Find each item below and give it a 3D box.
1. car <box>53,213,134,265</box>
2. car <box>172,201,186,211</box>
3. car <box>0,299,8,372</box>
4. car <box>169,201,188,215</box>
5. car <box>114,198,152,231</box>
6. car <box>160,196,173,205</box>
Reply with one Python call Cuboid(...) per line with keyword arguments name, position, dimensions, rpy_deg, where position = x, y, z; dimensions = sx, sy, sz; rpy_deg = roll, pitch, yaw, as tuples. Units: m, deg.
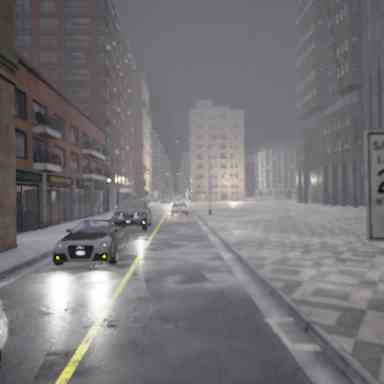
Cuboid(name="car", position=(-3.540, 1.720, 12.285), dimensions=(1.994, 1.385, 4.181), rpy_deg=(-1, 0, -3))
Cuboid(name="car", position=(-1.850, 2.018, 48.500), dimensions=(1.895, 1.301, 4.718), rpy_deg=(-1, 0, -2))
Cuboid(name="car", position=(-3.104, 1.595, 2.325), dimensions=(1.812, 1.442, 4.674), rpy_deg=(-1, 0, -2))
Cuboid(name="car", position=(-1.401, 1.926, 37.813), dimensions=(1.895, 1.301, 4.718), rpy_deg=(-1, 0, -2))
Cuboid(name="car", position=(-3.981, 1.469, 22.974), dimensions=(2.150, 2.045, 5.566), rpy_deg=(-1, 0, -2))
Cuboid(name="car", position=(-6.138, 2.027, 76.705), dimensions=(2.097, 1.767, 4.553), rpy_deg=(-1, 0, -2))
